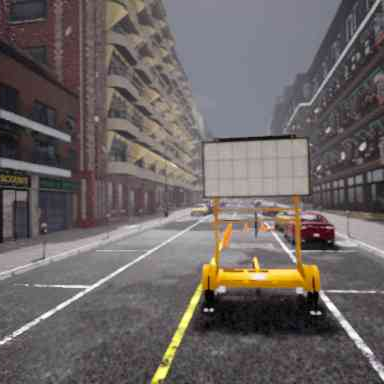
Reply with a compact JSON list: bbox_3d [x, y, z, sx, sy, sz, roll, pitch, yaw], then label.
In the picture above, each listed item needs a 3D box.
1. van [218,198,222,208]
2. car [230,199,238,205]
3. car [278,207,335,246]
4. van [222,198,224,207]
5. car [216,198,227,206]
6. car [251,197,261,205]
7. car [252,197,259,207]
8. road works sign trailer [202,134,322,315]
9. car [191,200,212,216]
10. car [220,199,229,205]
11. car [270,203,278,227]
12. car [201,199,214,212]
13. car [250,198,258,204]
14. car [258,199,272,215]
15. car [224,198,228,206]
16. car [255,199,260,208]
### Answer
[{"bbox_3d":[3.502,2.008,55.070,1.690,1.788,3.998,0,-1,9],"label":"van"},{"bbox_3d":[11.060,2.469,87.204,2.128,1.511,4.902,-2,-1,9],"label":"car"},{"bbox_3d":[5.346,1.613,15.548,1.887,1.381,4.507,0,-1,9],"label":"car"},{"bbox_3d":[4.349,2.071,60.537,1.690,1.788,3.998,0,-1,9],"label":"van"},{"bbox_3d":[6.891,2.243,76.931,2.192,1.841,5.009,0,-1,9],"label":"car"},{"bbox_3d":[15.481,2.106,81.137,2.192,1.841,5.009,0,-1,9],"label":"car"},{"bbox_3d":[12.125,2.070,59.269,1.887,1.381,4.507,0,-1,9],"label":"car"},{"bbox_3d":[1.480,0.525,7.728,2.380,3.560,2.880,-2,-1,9],"label":"road works sign trailer"},{"bbox_3d":[0.933,2.015,38.507,1.752,1.417,4.829,0,-1,9],"label":"car"},{"bbox_3d":[8.586,2.632,87.859,1.947,1.339,4.313,0,-1,9],"label":"car"},{"bbox_3d":[6.219,1.647,21.182,1.752,1.417,4.829,0,-1,9],"label":"car"},{"bbox_3d":[1.807,1.863,44.143,2.192,1.841,5.009,0,-1,9],"label":"car"},{"bbox_3d":[17.176,2.374,92.068,1.967,1.590,4.097,0,-1,9],"label":"car"},{"bbox_3d":[8.734,1.831,37.408,1.887,1.381,4.507,0,-1,9],"label":"car"},{"bbox_3d":[6.044,2.176,71.467,2.192,1.841,5.009,0,-1,9],"label":"car"},{"bbox_3d":[9.582,1.894,42.874,2.008,1.369,4.403,0,-1,9],"label":"car"}]
